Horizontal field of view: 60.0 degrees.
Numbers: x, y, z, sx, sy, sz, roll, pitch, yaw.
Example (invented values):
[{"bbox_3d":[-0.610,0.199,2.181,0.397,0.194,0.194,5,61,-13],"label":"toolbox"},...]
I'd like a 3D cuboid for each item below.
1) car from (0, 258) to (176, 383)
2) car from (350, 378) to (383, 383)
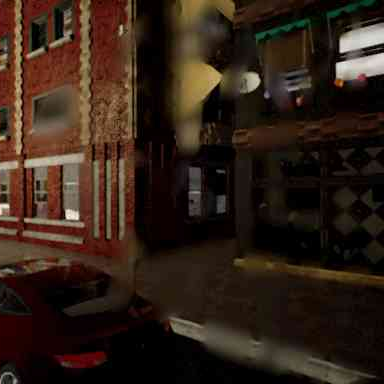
[{"bbox_3d":[-2.111,1.547,4.362,4.206,1.307,1.802,1,0,36],"label":"car"},{"bbox_3d":[2.489,1.579,1.069,4.313,1.339,1.947,1,0,36],"label":"car"}]
